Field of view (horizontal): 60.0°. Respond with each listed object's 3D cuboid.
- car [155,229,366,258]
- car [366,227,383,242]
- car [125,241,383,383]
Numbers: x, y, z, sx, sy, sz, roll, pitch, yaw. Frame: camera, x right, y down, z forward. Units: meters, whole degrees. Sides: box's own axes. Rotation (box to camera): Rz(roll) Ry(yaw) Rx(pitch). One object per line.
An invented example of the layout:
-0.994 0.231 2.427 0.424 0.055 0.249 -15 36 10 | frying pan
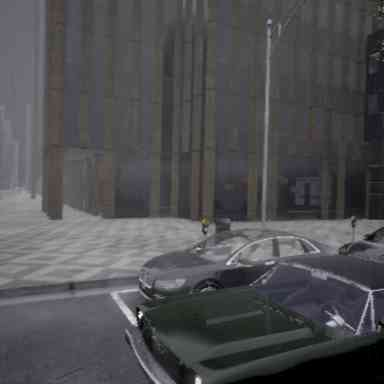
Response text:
1.119 1.463 6.823 4.403 1.369 2.008 1 1 -26 | car
6.070 1.575 9.246 4.313 1.339 1.947 1 1 -26 | car
1.653 1.569 4.123 4.718 1.301 1.895 1 1 -26 | car
